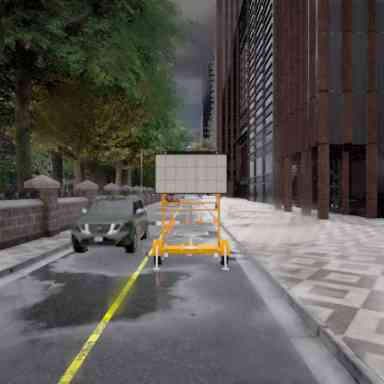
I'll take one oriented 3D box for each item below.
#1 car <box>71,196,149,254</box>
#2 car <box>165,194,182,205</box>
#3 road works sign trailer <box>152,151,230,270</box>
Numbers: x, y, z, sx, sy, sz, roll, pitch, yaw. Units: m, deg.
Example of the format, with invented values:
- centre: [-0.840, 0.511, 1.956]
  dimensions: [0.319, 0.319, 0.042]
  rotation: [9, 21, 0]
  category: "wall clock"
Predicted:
- centre: [-3.138, 1.220, 13.888]
  dimensions: [2.150, 2.045, 5.566]
  rotation: [0, 0, 0]
  category: "car"
- centre: [-3.239, 1.182, 56.267]
  dimensions: [2.150, 2.045, 5.566]
  rotation: [0, 0, 0]
  category: "car"
- centre: [-0.028, 0.464, 11.017]
  dimensions: [2.380, 3.560, 2.880]
  rotation: [0, 0, 0]
  category: "road works sign trailer"
